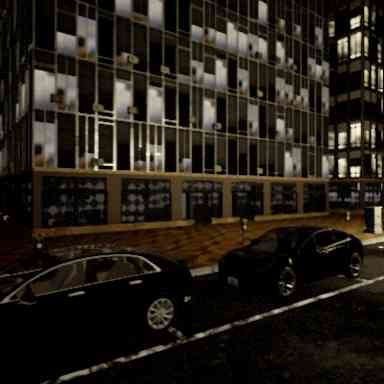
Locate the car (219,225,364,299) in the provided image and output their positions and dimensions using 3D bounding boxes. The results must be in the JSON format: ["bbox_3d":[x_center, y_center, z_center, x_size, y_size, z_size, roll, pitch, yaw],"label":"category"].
[{"bbox_3d":[2.659,1.546,8.454,4.313,1.339,1.947,0,0,-36],"label":"car"}]

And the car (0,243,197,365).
[{"bbox_3d":[-1.975,1.548,5.147,4.403,1.369,2.008,0,0,-36],"label":"car"}]
